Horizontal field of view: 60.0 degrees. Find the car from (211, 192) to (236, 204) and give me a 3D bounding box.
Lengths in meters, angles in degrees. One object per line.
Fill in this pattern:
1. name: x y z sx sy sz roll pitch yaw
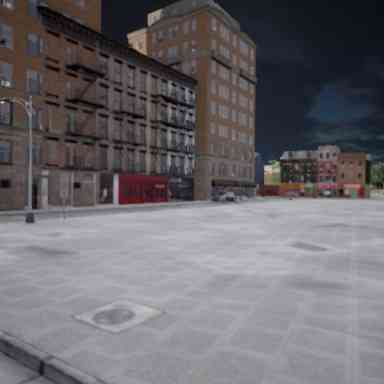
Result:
1. car: 4.652 0.763 48.645 2.097 1.767 4.553 1 1 36
